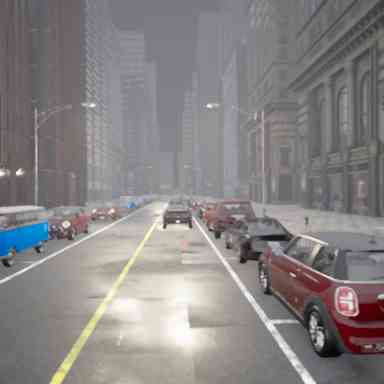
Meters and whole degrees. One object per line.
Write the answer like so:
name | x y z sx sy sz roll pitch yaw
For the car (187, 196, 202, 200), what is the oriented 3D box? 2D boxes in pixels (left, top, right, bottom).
car | 0.803 1.434 39.824 1.967 1.590 4.097 -1 0 -3

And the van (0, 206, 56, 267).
van | -6.272 1.398 11.235 1.690 1.788 3.998 -1 0 -3

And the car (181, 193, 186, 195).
car | -1.209 1.610 79.227 1.802 1.307 4.206 -1 0 -3

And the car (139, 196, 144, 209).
car | -7.988 1.599 44.841 1.752 1.417 4.829 -1 0 -3

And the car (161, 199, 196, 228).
car | -0.984 1.516 22.556 1.837 1.490 4.892 -1 0 -3

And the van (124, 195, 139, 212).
van | -7.711 1.411 39.382 1.690 1.788 3.998 -1 0 -3

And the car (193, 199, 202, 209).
car | 1.381 1.554 28.567 1.947 1.339 4.313 -1 0 -3

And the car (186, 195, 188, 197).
car | 0.229 1.567 51.082 1.947 1.339 4.313 -1 0 -3

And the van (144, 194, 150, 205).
van | -8.574 1.424 56.269 1.690 1.788 3.998 -1 0 -3

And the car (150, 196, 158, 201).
car | -10.298 1.700 90.046 1.802 1.307 4.206 -1 0 -3

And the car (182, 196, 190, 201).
car | -1.497 1.616 84.857 1.802 1.307 4.206 -1 0 -3

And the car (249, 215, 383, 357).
car | 2.530 1.417 6.050 1.967 1.590 4.097 -1 0 -3

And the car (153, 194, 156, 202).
car | -9.150 1.409 67.528 2.192 1.841 5.009 -1 0 -3

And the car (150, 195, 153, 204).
car | -8.861 1.529 61.898 1.967 1.590 4.097 -1 0 -3

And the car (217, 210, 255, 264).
car | 2.244 1.546 11.680 1.947 1.339 4.313 -1 0 -3

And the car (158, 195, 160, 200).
car | -10.011 1.662 84.416 2.008 1.369 4.403 -1 0 -3

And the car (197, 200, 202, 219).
car | 1.668 1.530 22.938 1.887 1.381 4.507 -1 0 -3

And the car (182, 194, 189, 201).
car | -1.787 1.481 90.485 1.967 1.590 4.097 -1 0 -3

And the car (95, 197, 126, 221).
car | -7.134 1.505 28.123 1.967 1.590 4.097 -1 0 -3

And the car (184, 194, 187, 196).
car | -0.634 1.599 67.969 1.802 1.307 4.206 -1 0 -3

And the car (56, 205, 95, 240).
car | -6.558 1.499 16.865 1.967 1.590 4.097 -1 0 -3

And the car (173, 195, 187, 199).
car | -1.898 1.524 40.504 1.837 1.490 4.892 -1 0 -3

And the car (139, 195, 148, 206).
car | -8.284 1.629 50.640 2.008 1.369 4.403 -1 0 -3

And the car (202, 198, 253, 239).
car | 1.953 1.298 17.309 2.192 1.841 5.009 -1 0 -3
